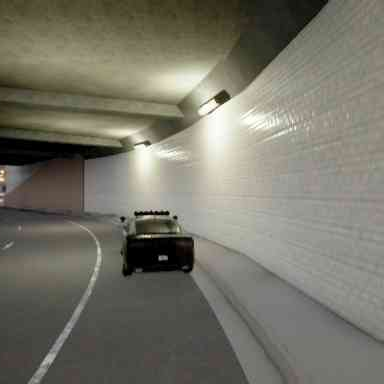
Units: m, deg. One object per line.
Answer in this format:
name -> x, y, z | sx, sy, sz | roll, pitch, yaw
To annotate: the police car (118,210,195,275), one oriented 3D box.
police car -> -1.301, 1.415, 10.654 | 1.930, 1.638, 5.238 | 0, 0, -13
